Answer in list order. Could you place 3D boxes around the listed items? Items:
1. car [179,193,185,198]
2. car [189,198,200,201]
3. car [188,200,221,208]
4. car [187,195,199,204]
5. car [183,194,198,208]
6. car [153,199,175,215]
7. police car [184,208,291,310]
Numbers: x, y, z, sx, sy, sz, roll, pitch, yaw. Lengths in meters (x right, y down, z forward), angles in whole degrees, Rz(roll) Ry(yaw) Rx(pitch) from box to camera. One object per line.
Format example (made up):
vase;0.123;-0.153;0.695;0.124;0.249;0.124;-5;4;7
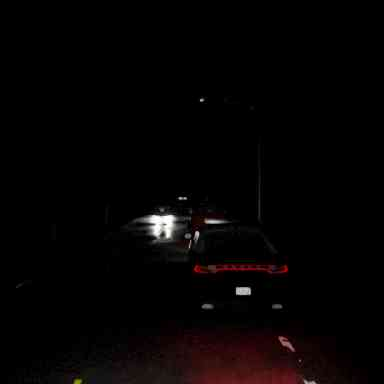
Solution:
car;-2.531;0.915;92.164;1.994;1.385;4.181;0;1;0
car;0.881;1.458;23.901;1.837;1.490;4.892;0;0;0
car;0.867;1.443;17.900;1.882;1.535;5.008;0;0;0
car;0.140;1.373;58.938;2.033;1.411;5.357;0;1;0
car;0.125;1.383;45.639;1.882;1.535;5.008;0;0;1
car;-2.770;1.425;33.235;2.128;1.511;4.902;0;0;0
police car;0.843;1.410;8.006;1.930;1.638;5.238;0;0;0
